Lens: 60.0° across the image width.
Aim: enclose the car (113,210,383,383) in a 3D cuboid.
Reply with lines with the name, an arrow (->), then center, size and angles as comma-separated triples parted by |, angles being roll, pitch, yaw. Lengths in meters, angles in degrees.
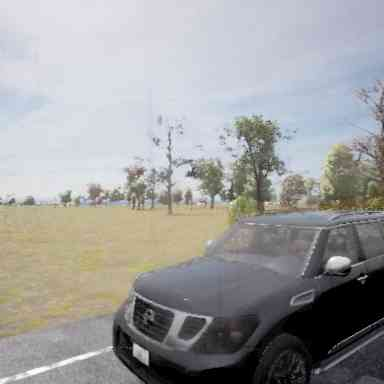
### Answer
car -> 1.632, 1.338, 5.150 | 5.566, 2.045, 2.150 | 1, -2, -38
